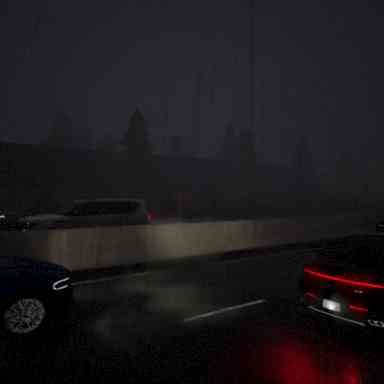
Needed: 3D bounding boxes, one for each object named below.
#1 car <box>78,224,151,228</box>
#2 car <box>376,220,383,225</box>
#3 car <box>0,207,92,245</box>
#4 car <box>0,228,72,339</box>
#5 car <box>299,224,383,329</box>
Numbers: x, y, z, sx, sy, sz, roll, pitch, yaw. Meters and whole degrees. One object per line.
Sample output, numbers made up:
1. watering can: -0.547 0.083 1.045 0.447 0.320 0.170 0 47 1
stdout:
1. car: -4.311 1.270 13.795 5.566 2.045 2.150 1 0 -35
2. car: 10.372 1.694 15.355 4.902 1.511 2.128 1 0 -35
3. car: -7.524 1.523 15.813 4.902 1.511 2.128 1 0 -35
4. car: -4.396 1.466 4.920 5.008 1.535 1.882 1 -1 -35
5. car: 4.203 1.589 6.711 4.892 1.490 1.837 1 0 -35
